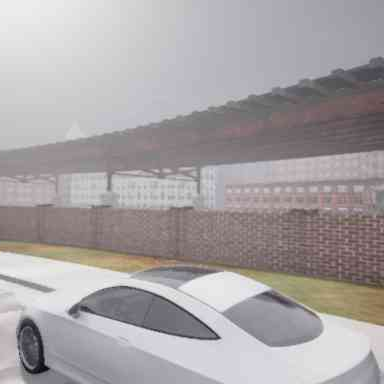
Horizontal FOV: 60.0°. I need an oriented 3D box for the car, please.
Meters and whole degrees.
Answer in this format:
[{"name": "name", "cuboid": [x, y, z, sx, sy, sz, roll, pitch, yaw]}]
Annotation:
[{"name": "car", "cuboid": [-0.338, 1.632, 4.029, 4.674, 1.442, 1.812, -1, -2, 39]}]
